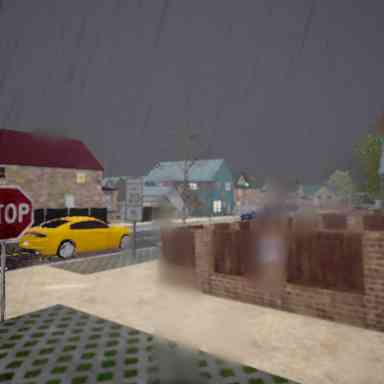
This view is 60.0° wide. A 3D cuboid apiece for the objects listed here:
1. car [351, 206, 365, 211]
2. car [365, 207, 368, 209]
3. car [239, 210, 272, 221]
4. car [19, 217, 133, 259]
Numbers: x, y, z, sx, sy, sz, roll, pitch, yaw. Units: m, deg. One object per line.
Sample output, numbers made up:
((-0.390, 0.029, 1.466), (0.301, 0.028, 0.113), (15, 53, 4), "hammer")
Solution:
((35.677, 3.821, 72.096), (1.812, 1.442, 4.674), (1, -1, 35), "car")
((41.295, 4.226, 80.155), (2.033, 1.411, 5.357), (1, -1, 35), "car")
((6.831, 2.599, 35.706), (1.895, 1.301, 4.718), (1, -1, 35), "car")
((-4.664, 1.808, 14.260), (1.882, 1.535, 5.008), (1, -1, 35), "car")
